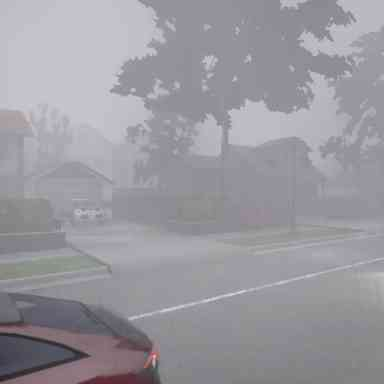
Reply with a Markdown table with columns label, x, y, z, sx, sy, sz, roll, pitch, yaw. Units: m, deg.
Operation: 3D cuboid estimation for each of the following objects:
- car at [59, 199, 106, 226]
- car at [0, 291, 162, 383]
| label | x | y | z | sx | sy | sz | roll | pitch | yaw |
| --- | --- | --- | --- | --- | --- | --- | --- | --- | --- |
| car | -6.583 | 1.168 | 19.906 | 1.970 | 1.475 | 3.806 | 0 | 0 | -35 |
| car | -2.269 | 1.564 | 2.386 | 4.181 | 1.385 | 1.994 | 0 | 0 | -36 |
